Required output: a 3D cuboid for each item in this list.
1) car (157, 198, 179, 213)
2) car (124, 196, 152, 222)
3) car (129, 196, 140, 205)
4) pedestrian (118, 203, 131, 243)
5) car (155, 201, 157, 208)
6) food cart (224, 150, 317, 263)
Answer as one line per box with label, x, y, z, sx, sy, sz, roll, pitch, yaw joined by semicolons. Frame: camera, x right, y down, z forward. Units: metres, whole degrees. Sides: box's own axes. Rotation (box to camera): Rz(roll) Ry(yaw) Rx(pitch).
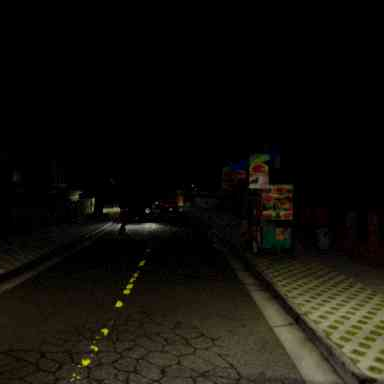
car;-2.560;1.546;36.921;1.837;1.490;4.892;0;0;-8
car;-4.223;1.371;26.180;2.097;1.767;4.553;0;0;-6
car;-11.577;1.675;67.018;1.837;1.490;4.892;0;0;-15
pedestrian;-2.992;1.298;14.531;0.375;1.860;0.375;0;0;-11
car;-4.109;1.620;47.205;2.033;1.411;5.357;0;0;-12
food cart;2.729;0.465;12.864;2.280;3.560;4.660;0;0;-3
